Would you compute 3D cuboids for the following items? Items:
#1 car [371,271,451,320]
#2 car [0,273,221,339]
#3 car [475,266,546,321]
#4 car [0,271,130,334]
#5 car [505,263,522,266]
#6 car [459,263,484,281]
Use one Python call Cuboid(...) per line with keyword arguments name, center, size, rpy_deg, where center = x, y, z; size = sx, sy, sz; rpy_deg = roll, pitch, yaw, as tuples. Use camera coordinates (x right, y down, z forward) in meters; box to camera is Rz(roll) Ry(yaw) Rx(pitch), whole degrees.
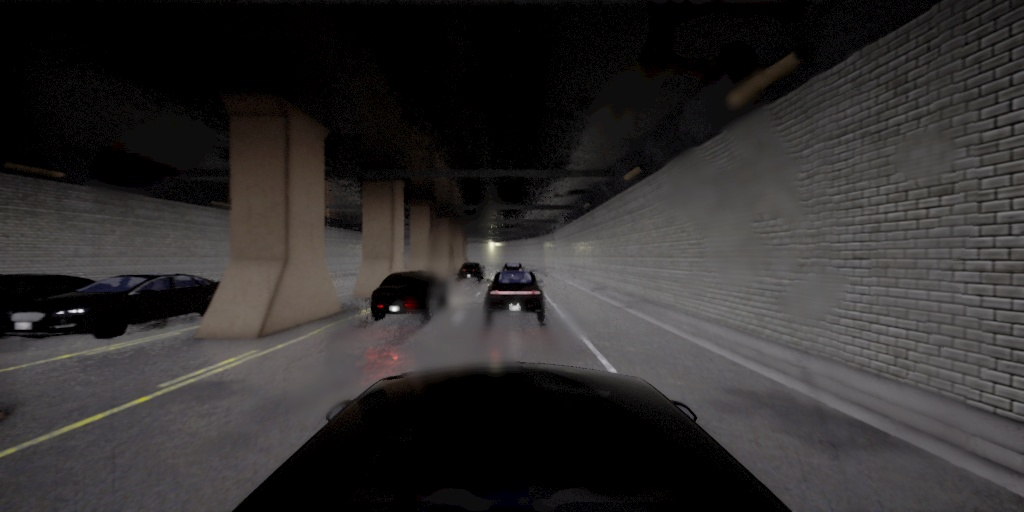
Cuboid(name="car", center=(-3.403, 1.276, 12.802), size=(1.837, 1.490, 4.892), rpy_deg=(0, 0, 0))
Cuboid(name="car", center=(-10.588, 1.257, 10.225), size=(2.128, 1.511, 4.902), rpy_deg=(0, 0, 0))
Cuboid(name="car", center=(0.097, 1.262, 12.541), size=(2.128, 1.511, 4.902), rpy_deg=(0, 0, 0))
Cuboid(name="car", center=(-14.089, 1.269, 9.922), size=(1.837, 1.490, 4.892), rpy_deg=(0, 0, 0))
Cuboid(name="car", center=(0.092, 1.296, 30.660), size=(2.128, 1.511, 4.902), rpy_deg=(0, 0, 0))
Cuboid(name="car", center=(-3.408, 1.309, 30.726), size=(1.837, 1.490, 4.892), rpy_deg=(0, 0, 0))
